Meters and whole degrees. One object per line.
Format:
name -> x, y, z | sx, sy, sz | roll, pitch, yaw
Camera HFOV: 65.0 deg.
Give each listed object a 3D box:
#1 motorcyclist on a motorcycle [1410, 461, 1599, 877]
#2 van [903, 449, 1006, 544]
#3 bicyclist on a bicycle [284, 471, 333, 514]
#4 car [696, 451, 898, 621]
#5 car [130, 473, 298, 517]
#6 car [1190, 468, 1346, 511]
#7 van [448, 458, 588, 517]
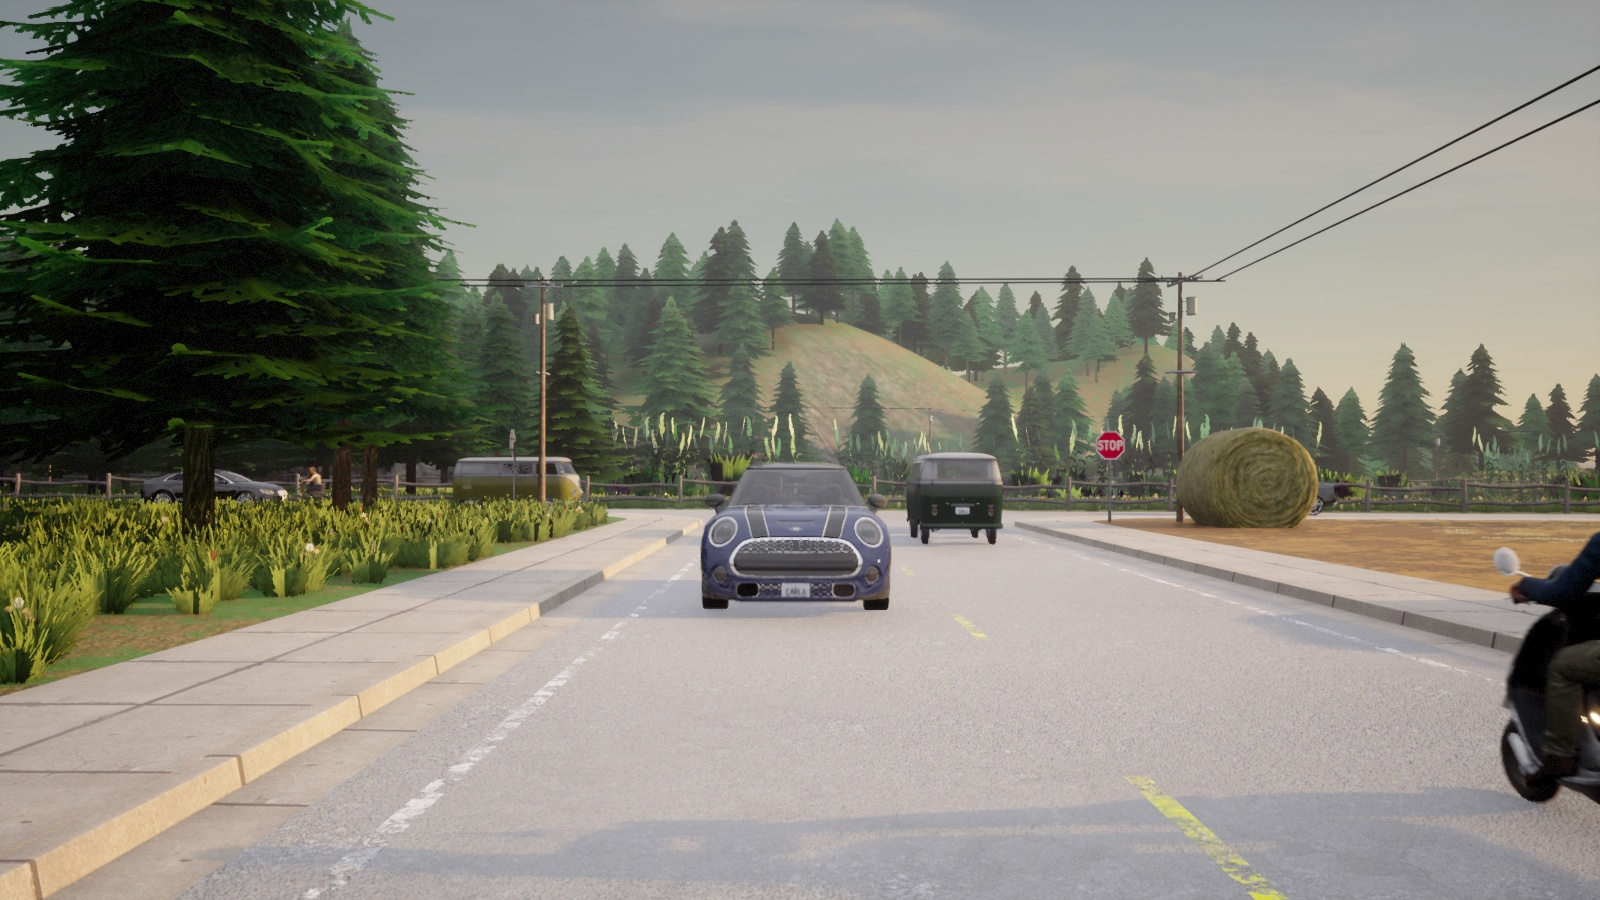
motorcyclist on a motorcycle -> 3.485, 0.844, 5.349 | 0.866, 1.590, 1.817 | 0, -1, 0
van -> 3.425, 1.029, 28.531 | 1.775, 1.987, 4.442 | 0, -1, 0
bicyclist on a bicycle -> -18.566, 1.586, 47.458 | 1.509, 1.612, 0.866 | 0, -1, 2
car -> -0.041, 0.931, 15.374 | 2.097, 1.767, 4.553 | 0, -1, 0
car -> -20.471, 1.556, 44.031 | 4.902, 1.511, 2.128 | 0, -1, 2
car -> 17.010, 1.436, 45.842 | 4.902, 1.511, 2.128 | 0, -1, 3
van -> -9.745, 1.304, 43.587 | 4.442, 1.987, 1.775 | 0, -1, 3
